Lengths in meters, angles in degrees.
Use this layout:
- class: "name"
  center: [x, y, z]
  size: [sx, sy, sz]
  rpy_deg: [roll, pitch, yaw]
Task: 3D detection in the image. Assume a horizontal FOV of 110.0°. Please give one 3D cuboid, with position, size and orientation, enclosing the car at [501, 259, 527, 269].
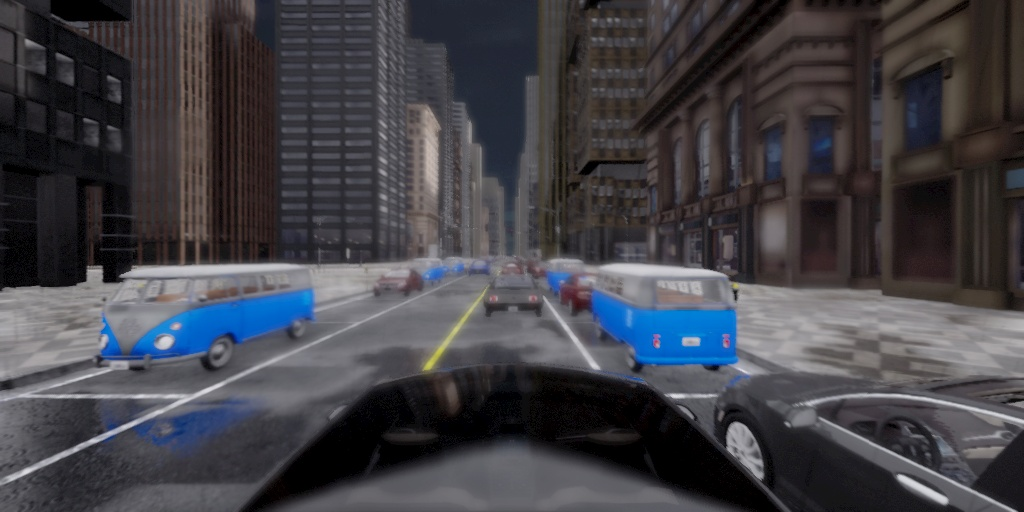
- class: "car"
  center: [0.071, 1.218, 29.919]
  size: [1.812, 1.442, 4.674]
  rpy_deg: [0, 0, 0]

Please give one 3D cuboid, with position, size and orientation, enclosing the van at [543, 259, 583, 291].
- class: "van"
  center: [2.761, 1.055, 18.730]
  size: [1.690, 1.789, 3.998]
  rpy_deg: [0, 0, 0]

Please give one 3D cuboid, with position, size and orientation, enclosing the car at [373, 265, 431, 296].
- class: "car"
  center: [-5.764, 1.297, 18.720]
  size: [1.802, 1.307, 4.207]
  rpy_deg: [0, 0, 0]

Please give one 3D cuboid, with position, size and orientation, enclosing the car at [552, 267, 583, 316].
- class: "car"
  center: [2.762, 1.271, 13.053]
  size: [1.888, 1.381, 4.507]
  rpy_deg: [0, 0, 0]

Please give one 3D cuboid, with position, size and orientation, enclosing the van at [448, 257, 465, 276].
- class: "van"
  center: [-5.765, 1.023, 35.752]
  size: [1.690, 1.789, 3.998]
  rpy_deg: [0, 0, 0]

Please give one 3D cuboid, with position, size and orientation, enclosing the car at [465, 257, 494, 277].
- class: "car"
  center: [-3.083, 1.161, 34.939]
  size: [1.882, 1.535, 5.008]
  rpy_deg: [0, 0, 0]

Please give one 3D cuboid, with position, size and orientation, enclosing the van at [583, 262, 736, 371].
- class: "van"
  center: [2.762, 1.079, 7.376]
  size: [1.690, 1.789, 3.998]
  rpy_deg: [0, 0, 0]

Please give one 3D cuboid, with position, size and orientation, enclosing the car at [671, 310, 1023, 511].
- class: "car"
  center: [2.762, 1.300, 1.698]
  size: [2.007, 1.370, 4.403]
  rpy_deg: [0, 0, 0]

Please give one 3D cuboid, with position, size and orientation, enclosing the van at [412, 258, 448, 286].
- class: "van"
  center: [-5.764, 1.044, 24.398]
  size: [1.690, 1.789, 3.998]
  rpy_deg: [0, 0, 0]

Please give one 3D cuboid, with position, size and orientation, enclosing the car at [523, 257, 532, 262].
- class: "car"
  center: [2.760, 0.986, 41.440]
  size: [2.192, 1.841, 5.009]
  rpy_deg: [0, 0, 0]

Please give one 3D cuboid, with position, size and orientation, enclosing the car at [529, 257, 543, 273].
- class: "car"
  center: [2.760, 1.132, 30.085]
  size: [1.967, 1.591, 4.097]
  rpy_deg: [0, 0, 0]

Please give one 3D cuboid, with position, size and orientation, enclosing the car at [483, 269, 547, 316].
- class: "car"
  center: [0.063, 1.327, 13.178]
  size: [1.895, 1.301, 4.718]
  rpy_deg: [0, 0, 0]

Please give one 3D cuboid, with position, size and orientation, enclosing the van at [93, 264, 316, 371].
- class: "van"
  center: [-5.763, 1.079, 7.365]
  size: [1.690, 1.789, 3.998]
  rpy_deg: [0, 0, 0]

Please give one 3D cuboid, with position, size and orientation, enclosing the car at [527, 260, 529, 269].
- class: "car"
  center: [2.760, 1.264, 35.763]
  size: [1.802, 1.307, 4.207]
  rpy_deg: [0, 0, 0]
